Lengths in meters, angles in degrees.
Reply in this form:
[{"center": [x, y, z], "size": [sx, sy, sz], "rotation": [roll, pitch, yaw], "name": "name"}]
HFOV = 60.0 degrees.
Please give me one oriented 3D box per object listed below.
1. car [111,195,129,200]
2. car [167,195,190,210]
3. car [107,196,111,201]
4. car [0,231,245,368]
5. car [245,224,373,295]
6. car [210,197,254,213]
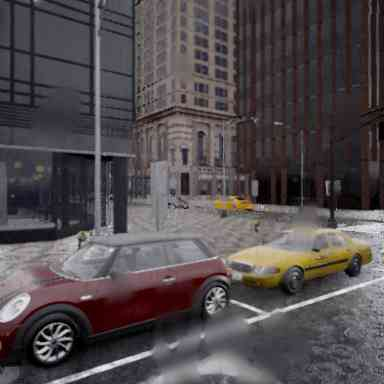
[{"center": [-12.137, 0.890, 54.650], "size": [2.033, 1.411, 5.357], "rotation": [0, 1, -36], "name": "car"}, {"center": [-2.135, 1.129, 35.590], "size": [1.837, 1.490, 4.892], "rotation": [0, 1, -36], "name": "car"}, {"center": [-15.213, 0.835, 53.639], "size": [1.837, 1.490, 4.892], "rotation": [0, 0, -36], "name": "car"}, {"center": [-1.309, 1.474, 5.739], "size": [4.097, 1.590, 1.967], "rotation": [0, 0, -36], "name": "car"}, {"center": [2.966, 1.567, 8.849], "size": [4.829, 1.417, 1.752], "rotation": [0, 0, -36], "name": "car"}, {"center": [3.859, 1.186, 32.811], "size": [1.882, 1.535, 5.008], "rotation": [0, 1, -36], "name": "car"}]
